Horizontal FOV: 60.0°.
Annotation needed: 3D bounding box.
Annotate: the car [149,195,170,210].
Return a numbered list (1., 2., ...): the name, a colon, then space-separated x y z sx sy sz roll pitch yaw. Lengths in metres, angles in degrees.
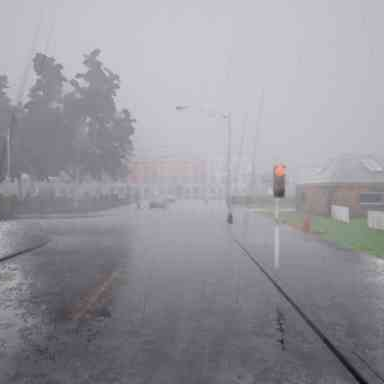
1. car: -4.090 1.371 40.828 1.882 1.535 5.008 0 0 0

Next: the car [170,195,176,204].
1. car: -4.015 1.318 61.660 1.882 1.535 5.008 0 0 0
